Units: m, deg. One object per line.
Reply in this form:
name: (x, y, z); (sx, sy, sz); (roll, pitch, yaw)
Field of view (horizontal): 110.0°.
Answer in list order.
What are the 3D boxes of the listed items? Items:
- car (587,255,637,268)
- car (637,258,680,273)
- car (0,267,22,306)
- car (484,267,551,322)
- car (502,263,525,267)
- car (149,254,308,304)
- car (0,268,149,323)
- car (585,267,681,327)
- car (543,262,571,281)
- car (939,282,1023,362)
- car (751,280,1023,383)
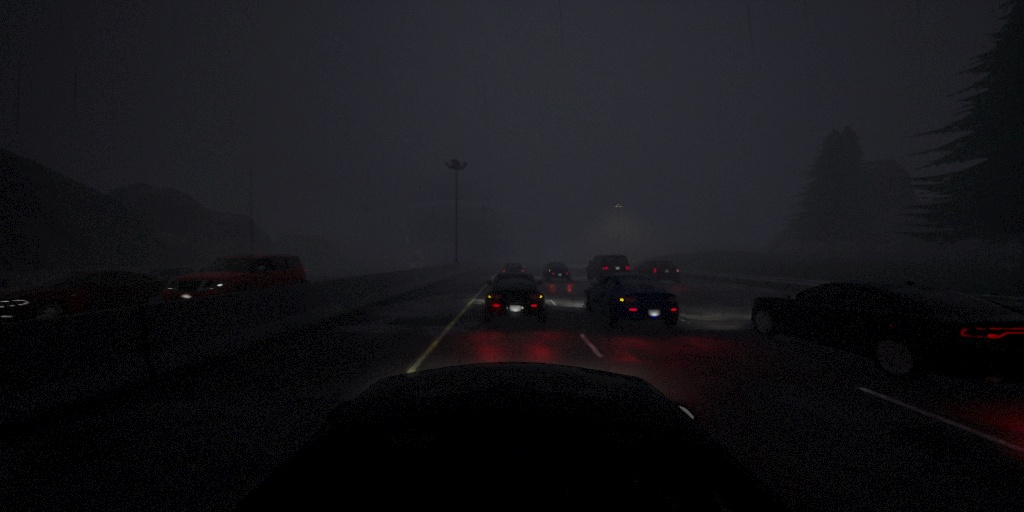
car: (7.111, 0.923, 26.806); (2.150, 2.045, 5.566); (0, 0, 0)
car: (10.610, 1.054, 26.692); (2.097, 1.767, 4.553); (0, 0, 0)
car: (-21.082, 1.206, 12.243); (1.882, 1.535, 5.008); (0, 0, 0)
car: (0.090, 1.256, 12.069); (1.812, 1.442, 4.674); (0, 0, 0)
car: (0.112, 1.260, 29.217); (1.994, 1.385, 4.181); (0, 0, 0)
car: (-10.578, 0.945, 14.396); (2.150, 2.045, 5.566); (0, 0, 0)
car: (-14.084, 1.207, 11.823); (1.882, 1.535, 5.008); (0, 0, 0)
car: (3.589, 1.257, 11.349); (1.812, 1.442, 4.674); (0, 0, 0)
car: (3.599, 1.222, 29.182); (1.812, 1.442, 4.674); (0, 0, 0)
car: (10.603, 1.291, 5.373); (2.033, 1.411, 5.357); (0, 0, 0)
car: (7.102, 1.217, 7.220); (1.882, 1.535, 5.008); (0, 0, 0)
